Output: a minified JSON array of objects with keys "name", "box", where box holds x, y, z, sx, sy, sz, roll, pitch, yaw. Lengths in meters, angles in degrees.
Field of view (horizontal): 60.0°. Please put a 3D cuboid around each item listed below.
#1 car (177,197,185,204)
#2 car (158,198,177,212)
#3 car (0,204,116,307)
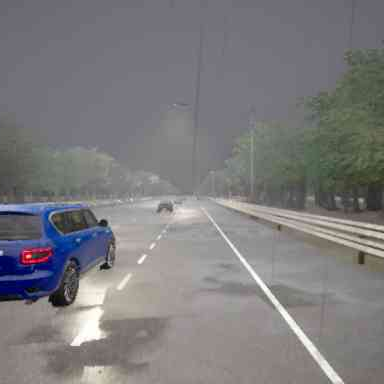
[{"name":"car","box":[-3.351,2.228,79.422,1.994,1.385,4.181,0,0,0]},{"name":"car","box":[-3.431,1.885,44.175,1.837,1.490,4.892,0,0,0]},{"name":"car","box":[-3.500,1.293,8.264,2.150,2.045,5.566,0,0,0]}]
